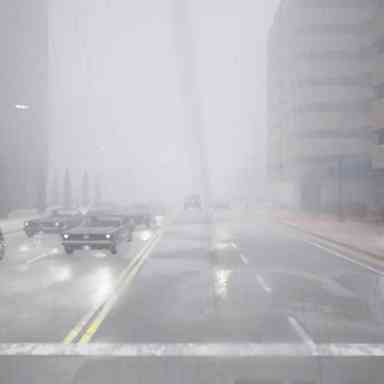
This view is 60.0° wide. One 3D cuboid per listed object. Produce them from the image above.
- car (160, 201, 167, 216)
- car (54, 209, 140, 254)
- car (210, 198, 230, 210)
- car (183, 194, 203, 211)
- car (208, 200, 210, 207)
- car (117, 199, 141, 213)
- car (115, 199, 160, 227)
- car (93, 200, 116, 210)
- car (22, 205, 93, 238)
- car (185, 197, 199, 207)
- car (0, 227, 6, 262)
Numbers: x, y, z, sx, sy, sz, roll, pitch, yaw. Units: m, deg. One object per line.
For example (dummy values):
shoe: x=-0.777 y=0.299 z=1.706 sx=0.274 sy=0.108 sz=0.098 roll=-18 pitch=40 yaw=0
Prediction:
car: x=-3.562 y=1.543 z=32.682 sx=1.994 sy=1.385 sz=4.181 roll=0 pitch=0 yaw=1
car: x=-3.581 y=1.592 z=13.529 sx=1.895 sy=1.301 sz=4.718 roll=0 pitch=0 yaw=0
car: x=3.591 y=1.575 z=41.411 sx=1.895 sy=1.301 sz=4.718 roll=0 pitch=0 yaw=0
car: x=0.092 y=1.196 z=40.525 sx=2.150 sy=2.045 sz=5.566 roll=0 pitch=0 yaw=0
car: x=3.497 y=1.570 z=50.660 sx=1.895 sy=1.301 sz=4.718 roll=0 pitch=0 yaw=0
car: x=-7.027 y=1.502 z=37.327 sx=1.812 sy=1.442 sz=4.674 roll=0 pitch=0 yaw=0
car: x=-3.577 y=1.463 z=22.777 sx=1.882 sy=1.535 sz=5.008 roll=0 pitch=0 yaw=0
car: x=-7.087 y=1.460 z=27.349 sx=1.882 sy=1.535 sz=5.008 roll=0 pitch=0 yaw=0
car: x=-7.092 y=1.589 z=17.851 sx=1.895 sy=1.301 sz=4.718 roll=0 pitch=0 yaw=0
car: x=-0.011 y=1.516 z=50.777 sx=2.033 sy=1.411 sz=5.357 roll=0 pitch=0 yaw=0
car: x=-7.091 y=1.346 z=8.859 sx=2.097 sy=1.767 sz=4.553 roll=0 pitch=0 yaw=0
